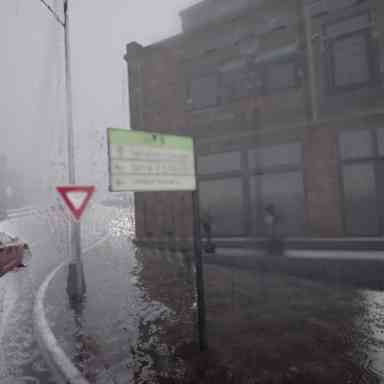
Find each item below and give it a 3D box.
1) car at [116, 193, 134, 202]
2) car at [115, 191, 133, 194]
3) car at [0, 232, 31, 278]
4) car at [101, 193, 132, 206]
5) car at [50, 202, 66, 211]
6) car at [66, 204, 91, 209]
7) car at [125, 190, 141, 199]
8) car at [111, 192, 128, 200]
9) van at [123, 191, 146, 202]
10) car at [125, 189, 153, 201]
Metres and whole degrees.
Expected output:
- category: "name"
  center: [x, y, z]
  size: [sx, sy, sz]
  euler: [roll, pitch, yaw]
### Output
- category: "car"
  center: [-13.231, 1.521, 62.700]
  size: [4.674, 1.452, 2.002]
  euler: [-4, 3, -7]
- category: "car"
  center: [-12.776, 1.315, 65.645]
  size: [5.366, 1.575, 1.946]
  euler: [-4, 3, -7]
- category: "car"
  center: [-6.337, 1.888, 9.779]
  size: [1.882, 1.535, 5.008]
  euler: [-5, 1, -12]
- category: "car"
  center: [-13.886, 1.657, 59.732]
  size: [4.892, 1.521, 2.231]
  euler: [-4, 2, -7]
- category: "car"
  center: [-22.666, 2.440, 57.795]
  size: [1.812, 1.442, 4.674]
  euler: [-4, 3, 12]
- category: "car"
  center: [-19.268, 2.231, 57.651]
  size: [1.994, 1.385, 4.181]
  euler: [-4, 3, 12]
- category: "car"
  center: [-14.416, 0.511, 80.950]
  size: [2.097, 1.767, 4.553]
  euler: [-4, 3, 12]
- category: "car"
  center: [-17.657, 0.847, 81.276]
  size: [1.882, 1.535, 5.008]
  euler: [-4, 3, 12]
- category: "van"
  center: [-11.848, 0.897, 68.651]
  size: [4.442, 1.987, 1.878]
  euler: [-4, 2, -7]
- category: "car"
  center: [-11.349, 0.707, 71.594]
  size: [5.566, 2.045, 2.435]
  euler: [-4, 3, -7]
